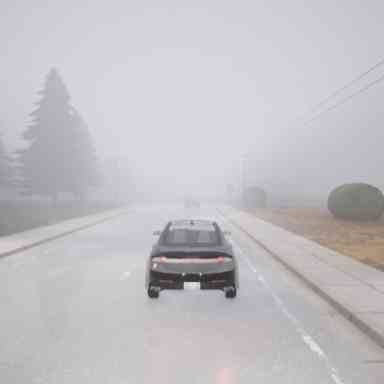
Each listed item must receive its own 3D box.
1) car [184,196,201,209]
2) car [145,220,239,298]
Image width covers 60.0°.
[{"bbox_3d":[0.062,1.248,39.793,1.837,1.490,4.892,0,0,0],"label":"car"},{"bbox_3d":[0.002,1.444,8.347,2.128,1.511,4.902,0,0,0],"label":"car"}]
